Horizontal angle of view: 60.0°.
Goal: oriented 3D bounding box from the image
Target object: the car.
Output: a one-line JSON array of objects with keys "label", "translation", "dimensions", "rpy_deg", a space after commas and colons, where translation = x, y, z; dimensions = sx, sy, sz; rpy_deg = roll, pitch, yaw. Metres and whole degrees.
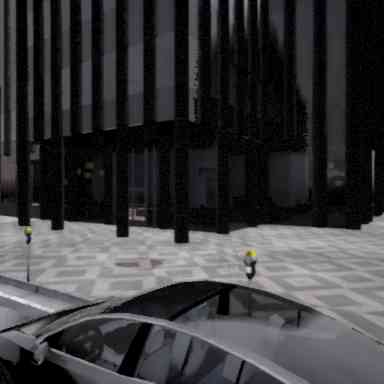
[{"label": "car", "translation": [-0.232, 1.560, 3.110], "dimensions": [4.313, 1.339, 1.947], "rpy_deg": [0, 0, 35]}]
